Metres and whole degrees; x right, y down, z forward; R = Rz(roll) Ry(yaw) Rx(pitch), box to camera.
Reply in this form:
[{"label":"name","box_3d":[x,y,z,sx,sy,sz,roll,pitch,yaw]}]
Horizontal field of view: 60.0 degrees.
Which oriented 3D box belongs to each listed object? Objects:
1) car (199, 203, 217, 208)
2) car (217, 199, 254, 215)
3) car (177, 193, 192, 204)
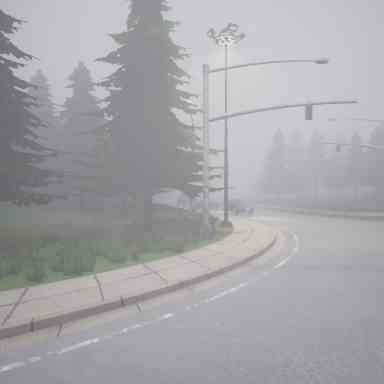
[{"label":"car","box_3d":[2.064,1.601,43.922,1.895,1.301,4.718,0,0,-16]},{"label":"car","box_3d":[4.717,1.491,34.282,2.128,1.511,4.902,0,0,-15]},{"label":"car","box_3d":[-0.867,1.221,54.072,2.150,2.045,5.566,0,0,-17]}]
